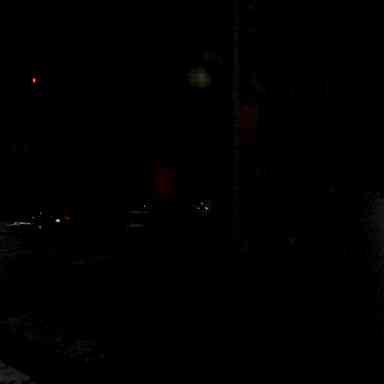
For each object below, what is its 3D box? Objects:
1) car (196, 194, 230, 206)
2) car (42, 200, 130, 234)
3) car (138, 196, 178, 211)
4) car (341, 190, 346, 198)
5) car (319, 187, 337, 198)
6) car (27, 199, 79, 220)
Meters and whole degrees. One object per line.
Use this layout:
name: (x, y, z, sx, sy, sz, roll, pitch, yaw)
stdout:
car: (2.721, 0.893, 40.711, 2.033, 1.411, 5.357, 0, 1, 36)
car: (-5.287, 1.329, 17.672, 1.994, 1.385, 4.181, 0, 1, 36)
car: (-3.227, 1.087, 32.197, 1.994, 1.385, 4.181, 0, 1, 35)
car: (28.278, 0.377, 59.977, 1.837, 1.490, 4.892, 0, 1, 34)
car: (25.027, 0.104, 61.006, 2.150, 2.045, 5.566, 0, 1, 35)
car: (-8.935, 1.246, 24.030, 2.033, 1.411, 5.357, 0, 1, 35)
